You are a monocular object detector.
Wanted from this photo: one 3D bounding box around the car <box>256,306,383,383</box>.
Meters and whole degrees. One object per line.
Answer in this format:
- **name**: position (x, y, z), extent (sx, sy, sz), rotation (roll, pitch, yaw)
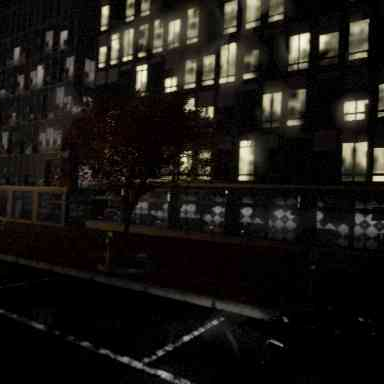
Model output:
- **car**: position (2.976, 1.779, 3.273), extent (4.674, 1.442, 1.812), rotation (1, -3, 33)
